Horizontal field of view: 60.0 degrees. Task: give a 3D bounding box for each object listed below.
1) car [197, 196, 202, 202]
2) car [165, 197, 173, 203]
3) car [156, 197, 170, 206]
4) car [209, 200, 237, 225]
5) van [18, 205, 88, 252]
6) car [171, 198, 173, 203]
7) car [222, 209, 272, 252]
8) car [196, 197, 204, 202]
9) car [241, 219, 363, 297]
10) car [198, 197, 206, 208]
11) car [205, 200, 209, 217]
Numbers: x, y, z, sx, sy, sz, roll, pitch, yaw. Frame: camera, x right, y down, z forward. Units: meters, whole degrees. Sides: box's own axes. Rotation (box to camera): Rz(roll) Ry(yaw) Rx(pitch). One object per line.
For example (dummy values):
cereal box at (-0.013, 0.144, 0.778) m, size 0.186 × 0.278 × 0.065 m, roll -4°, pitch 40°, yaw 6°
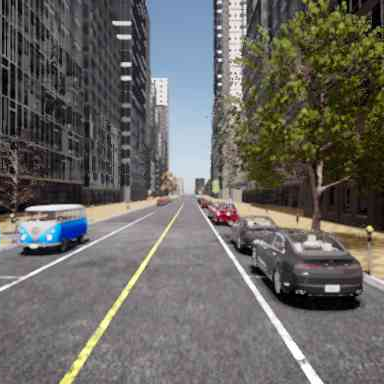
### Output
car at (2.364, 1.992, 71.118) m, size 1.947 × 1.339 × 4.313 m, roll 0°, pitch 0°, yaw 0°
car at (-6.098, 2.087, 88.163) m, size 1.947 × 1.339 × 4.313 m, roll 0°, pitch 0°, yaw 0°
car at (-5.990, 1.954, 65.393) m, size 1.887 × 1.381 × 4.507 m, roll 0°, pitch 0°, yaw 0°
car at (2.578, 1.609, 25.581) m, size 1.967 × 1.590 × 4.097 m, roll 0°, pitch 0°, yaw 0°
van at (-5.749, 1.450, 14.161) m, size 1.690 × 1.788 × 3.998 m, roll 0°, pitch 0°, yaw 0°
car at (-6.070, 2.039, 82.471) m, size 1.887 × 1.381 × 4.507 m, roll 0°, pitch 0°, yaw 0°
car at (2.632, 1.648, 14.195) m, size 2.008 × 1.369 × 4.403 m, roll 0°, pitch 0°, yaw 0°
car at (2.257, 2.102, 93.886) m, size 1.947 × 1.339 × 4.313 m, roll 0°, pitch 0°, yaw 0°
car at (2.659, 1.609, 8.503) m, size 2.008 × 1.369 × 4.403 m, roll 0°, pitch 0°, yaw 0°
car at (2.444, 1.882, 54.042) m, size 1.887 × 1.381 × 4.507 m, roll 0°, pitch 0°, yaw 0°
car at (2.551, 1.644, 31.273) m, size 1.967 × 1.590 × 4.097 m, roll 0°, pitch 0°, yaw 0°
